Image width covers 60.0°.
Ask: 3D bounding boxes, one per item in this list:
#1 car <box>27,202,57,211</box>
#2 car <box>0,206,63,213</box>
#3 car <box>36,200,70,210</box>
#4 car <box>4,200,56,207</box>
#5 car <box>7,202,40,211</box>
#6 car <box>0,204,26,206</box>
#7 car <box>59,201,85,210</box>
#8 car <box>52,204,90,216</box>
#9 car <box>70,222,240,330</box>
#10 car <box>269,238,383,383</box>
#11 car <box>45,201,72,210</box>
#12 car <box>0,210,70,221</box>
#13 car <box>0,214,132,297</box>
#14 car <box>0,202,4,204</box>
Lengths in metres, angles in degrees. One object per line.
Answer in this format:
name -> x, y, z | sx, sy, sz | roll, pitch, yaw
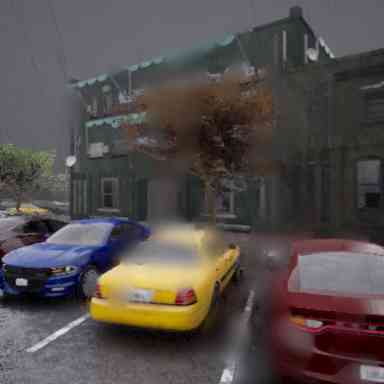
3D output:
car -> -28.058, 2.690, 62.407 | 4.792, 1.488, 2.163 | 0, -2, 15
car -> -7.372, 1.475, 12.194 | 2.231, 1.521, 4.892 | 1, -1, 16
car -> -18.667, 2.109, 44.117 | 5.566, 2.045, 2.435 | 2, -1, 15
car -> -20.253, 2.255, 41.589 | 5.366, 1.575, 1.946 | 2, -1, 15
car -> -30.199, 2.555, 59.666 | 5.366, 1.575, 1.946 | 0, -2, 15
car -> -9.819, 1.466, 13.727 | 1.946, 1.575, 5.366 | 1, -1, 15
car -> -24.431, 2.728, 67.634 | 4.553, 1.767, 2.185 | 0, -2, 15
car -> -16.978, 2.499, 46.584 | 4.674, 1.452, 2.002 | 1, -1, 15
car -> -0.098, 1.482, 7.217 | 1.946, 1.575, 5.366 | 0, -1, 16
car -> 2.273, 1.486, 5.317 | 2.097, 1.535, 5.008 | 0, -1, 15
car -> -26.183, 2.638, 65.212 | 4.553, 1.767, 2.185 | 0, -2, 15
car -> -4.957, 1.507, 10.500 | 2.163, 1.488, 4.792 | 0, -1, 16
car -> -2.557, 1.480, 8.757 | 2.097, 1.535, 5.008 | 1, -1, 16
car -> -33.889, 2.352, 54.052 | 4.892, 1.521, 2.231 | 0, -2, 15
